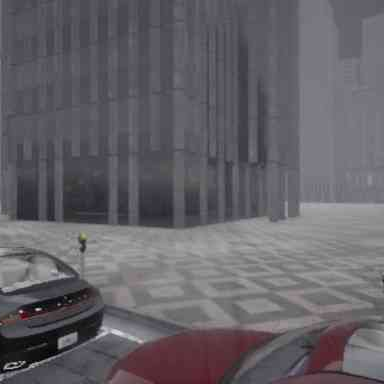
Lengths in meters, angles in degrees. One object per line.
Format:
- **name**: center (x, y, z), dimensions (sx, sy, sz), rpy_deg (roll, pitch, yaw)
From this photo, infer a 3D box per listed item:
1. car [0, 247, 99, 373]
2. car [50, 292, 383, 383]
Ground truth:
- **car**: center (-3.279, 1.564, 5.295), dimensions (4.403, 1.369, 2.008), rpy_deg (0, 0, 35)
- **car**: center (1.131, 1.583, 2.157), dimensions (4.206, 1.307, 1.802), rpy_deg (0, 0, 35)
